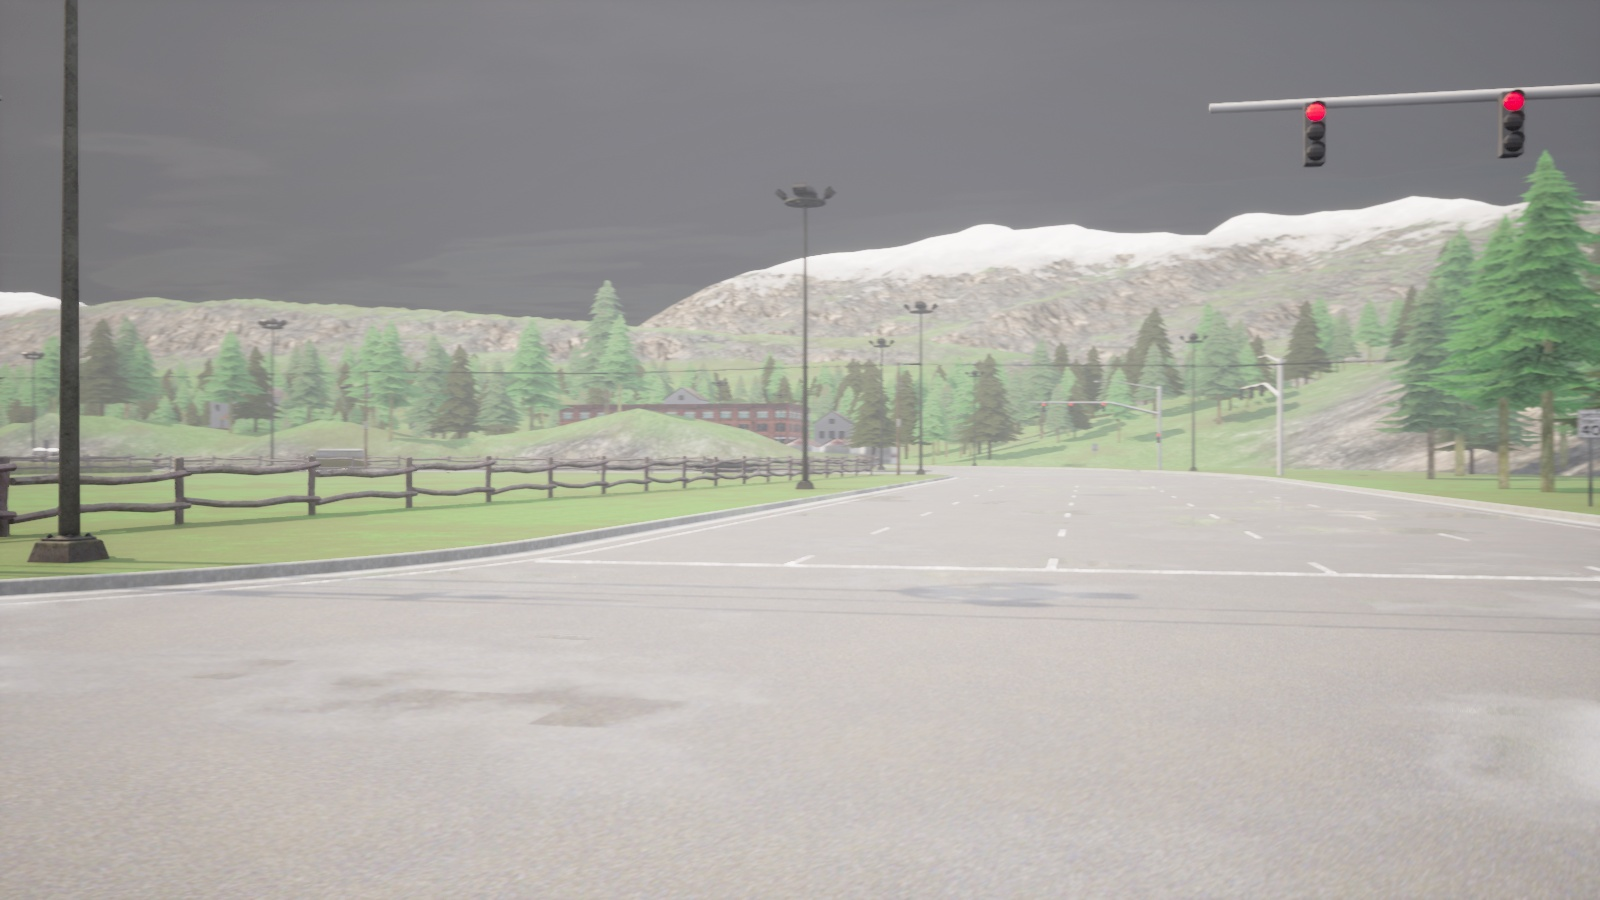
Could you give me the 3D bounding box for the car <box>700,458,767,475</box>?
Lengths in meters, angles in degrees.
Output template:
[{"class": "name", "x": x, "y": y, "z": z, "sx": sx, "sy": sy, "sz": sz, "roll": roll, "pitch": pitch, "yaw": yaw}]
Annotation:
[{"class": "car", "x": -5.009, "y": 1.249, "z": 95.069, "sx": 4.718, "sy": 1.301, "sz": 1.895, "roll": 0, "pitch": 0, "yaw": 12}]
